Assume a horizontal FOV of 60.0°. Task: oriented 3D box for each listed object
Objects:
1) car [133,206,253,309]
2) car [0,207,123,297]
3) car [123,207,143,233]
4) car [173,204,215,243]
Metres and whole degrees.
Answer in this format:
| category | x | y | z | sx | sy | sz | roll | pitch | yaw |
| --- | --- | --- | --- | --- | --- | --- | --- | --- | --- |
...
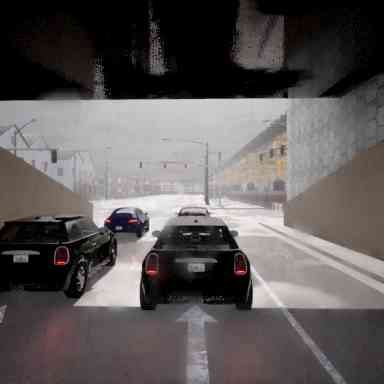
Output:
| category | x | y | z | sx | sy | sz | roll | pitch | yaw |
| --- | --- | --- | --- | --- | --- | --- | --- | --- | --- |
| car | 0.081 | 1.352 | 7.997 | 2.097 | 1.767 | 4.553 | 0 | 0 | 0 |
| car | -3.413 | 1.352 | 8.760 | 2.097 | 1.767 | 4.553 | 0 | 0 | 0 |
| car | -3.409 | 1.526 | 17.812 | 1.812 | 1.442 | 4.674 | 0 | 0 | 0 |
| car | 0.091 | 1.478 | 17.265 | 1.882 | 1.535 | 5.008 | 0 | 0 | 0 |
